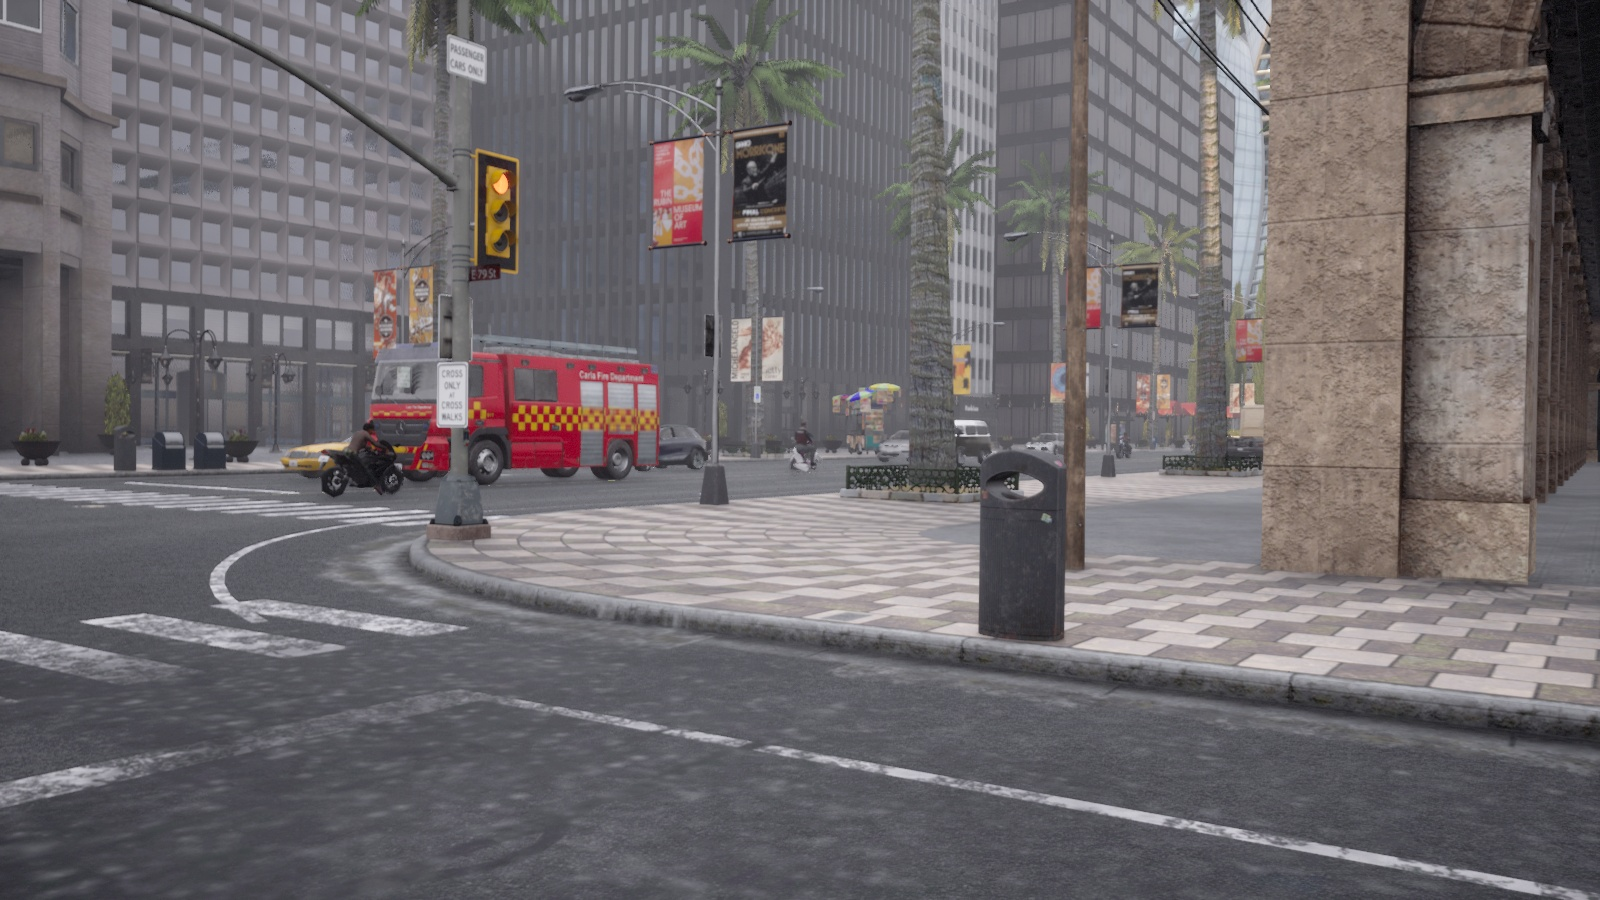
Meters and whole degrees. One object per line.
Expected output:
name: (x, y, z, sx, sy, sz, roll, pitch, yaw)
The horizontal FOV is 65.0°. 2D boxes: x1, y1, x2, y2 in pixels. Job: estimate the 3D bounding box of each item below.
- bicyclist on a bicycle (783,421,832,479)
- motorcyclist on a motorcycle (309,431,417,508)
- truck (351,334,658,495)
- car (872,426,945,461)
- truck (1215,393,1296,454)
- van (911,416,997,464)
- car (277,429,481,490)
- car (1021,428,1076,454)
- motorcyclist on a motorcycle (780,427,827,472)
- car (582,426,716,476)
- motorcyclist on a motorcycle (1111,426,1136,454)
bicyclist on a bicycle: (0.243, -0.017, 39.891, 0.659, 1.776, 1.843, 0, 1, 33)
motorcyclist on a motorcycle: (-9.005, 0.367, 25.962, 0.797, 1.523, 2.044, 0, 1, 33)
truck: (-7.727, -0.916, 34.270, 2.891, 3.827, 8.468, 0, 1, 33)
car: (5.240, -0.337, 60.254, 1.851, 1.617, 3.988, 0, 1, 33)
truck: (27.318, -1.585, 75.118, 2.891, 3.462, 7.936, 0, 1, 33)
van: (6.949, -0.463, 56.464, 2.069, 2.038, 4.480, 0, 1, 33)
car: (-11.524, 0.205, 34.819, 1.801, 1.575, 5.366, 0, 1, 34)
car: (14.891, -0.562, 75.223, 1.970, 1.475, 3.806, 0, 1, 33)
motorcyclist on a motorcycle: (0.153, -0.032, 46.180, 0.866, 1.590, 1.817, 0, 1, 33)
car: (-5.242, 0.006, 44.376, 2.033, 1.649, 4.856, 0, 1, 33)
motorcyclist on a motorcycle: (19.616, -0.619, 76.077, 0.766, 1.649, 2.350, 0, 1, 33)
